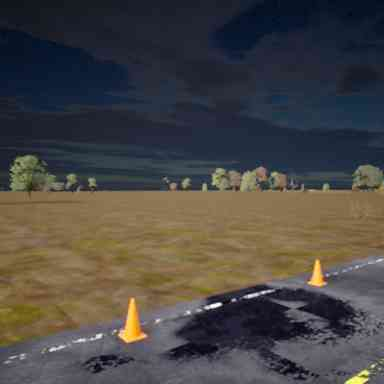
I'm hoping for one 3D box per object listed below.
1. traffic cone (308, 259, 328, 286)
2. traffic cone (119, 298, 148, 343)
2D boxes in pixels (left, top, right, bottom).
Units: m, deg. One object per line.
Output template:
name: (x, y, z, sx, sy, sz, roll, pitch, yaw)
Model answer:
traffic cone: (3.072, 1.941, 8.121, 0.340, 0.580, 0.340, 0, 0, -37)
traffic cone: (-0.917, 1.954, 5.184, 0.340, 0.580, 0.340, 0, 0, -36)
